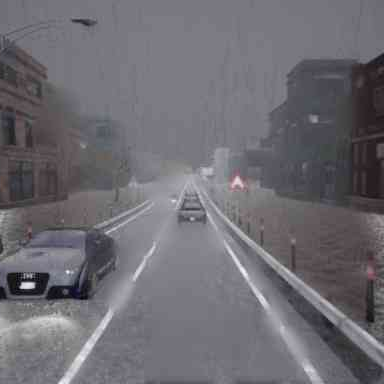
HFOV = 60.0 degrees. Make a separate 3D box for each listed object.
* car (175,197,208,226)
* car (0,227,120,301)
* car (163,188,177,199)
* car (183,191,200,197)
[{"bbox_3d":[0.020,1.350,22.475,2.128,1.511,4.902,0,1,0],"label":"car"},{"bbox_3d":[-3.125,1.588,8.314,1.994,1.385,4.181,0,0,0],"label":"car"},{"bbox_3d":[-3.260,0.141,49.594,2.128,1.511,4.902,0,4,0],"label":"car"},{"bbox_3d":[-0.050,0.655,40.775,2.128,1.511,4.902,0,3,0],"label":"car"}]
